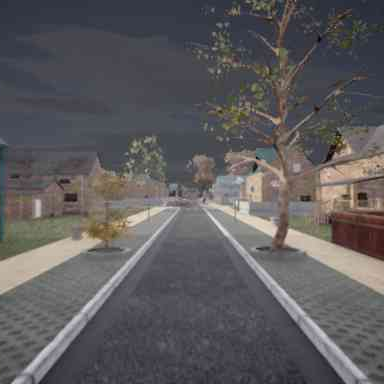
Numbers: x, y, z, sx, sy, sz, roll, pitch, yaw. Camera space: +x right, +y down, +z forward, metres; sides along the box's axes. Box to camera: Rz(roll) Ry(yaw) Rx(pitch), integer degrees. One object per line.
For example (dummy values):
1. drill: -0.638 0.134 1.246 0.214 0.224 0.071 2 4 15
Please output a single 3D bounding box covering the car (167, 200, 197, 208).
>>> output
1. car: -1.814 2.066 60.225 5.357 1.411 2.033 0 -1 1
